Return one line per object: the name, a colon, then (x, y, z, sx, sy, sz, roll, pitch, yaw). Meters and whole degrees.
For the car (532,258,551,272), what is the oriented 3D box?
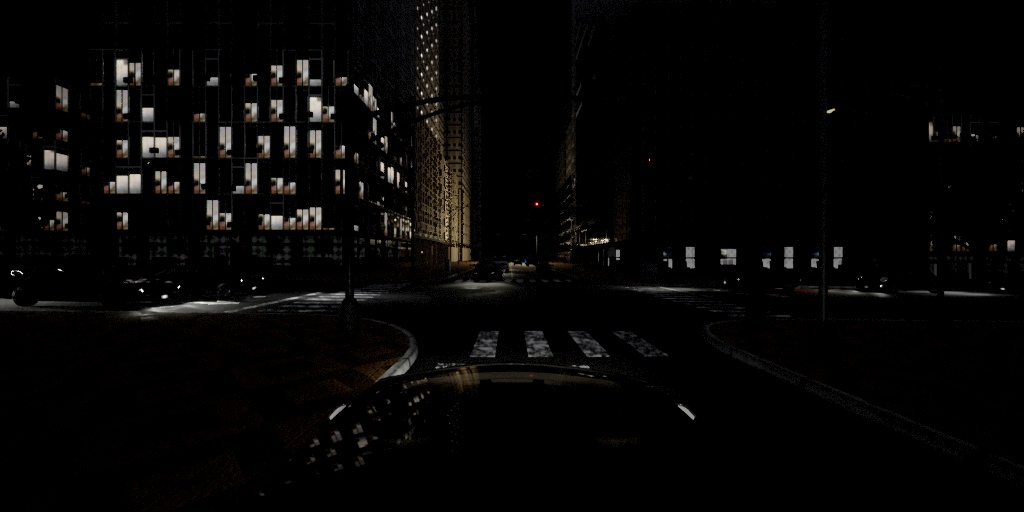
car: (3.959, 1.329, 45.558, 1.948, 1.339, 4.313, 0, 0, 0)

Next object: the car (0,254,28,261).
car: (-22.915, 0.706, 15.919, 4.553, 1.767, 2.097, 1, 0, -3)

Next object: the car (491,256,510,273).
car: (-1.505, 0.988, 44.521, 2.150, 2.045, 5.566, 0, 0, 0)

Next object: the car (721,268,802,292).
car: (16.902, 1.569, 24.442, 4.902, 1.511, 2.128, 1, 0, -3)

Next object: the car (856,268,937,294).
car: (26.748, 1.606, 24.889, 4.553, 1.767, 2.097, 1, 0, -3)

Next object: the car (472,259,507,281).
car: (-1.953, 1.247, 30.192, 1.882, 1.535, 5.008, 0, 0, 7)

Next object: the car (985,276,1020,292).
car: (36.763, 2.035, 25.339, 4.718, 1.301, 1.895, 1, 0, -2)

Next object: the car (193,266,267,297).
car: (-14.010, 1.118, 16.322, 4.718, 1.301, 1.895, 1, 0, -3)

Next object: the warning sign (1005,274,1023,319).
warning sign: (17.282, 1.204, 11.746, 1.060, 1.860, 1.300, 0, 0, -3)

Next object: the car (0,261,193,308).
car: (-15.289, 1.042, 13.042, 5.357, 1.411, 2.033, 1, 0, 0)
